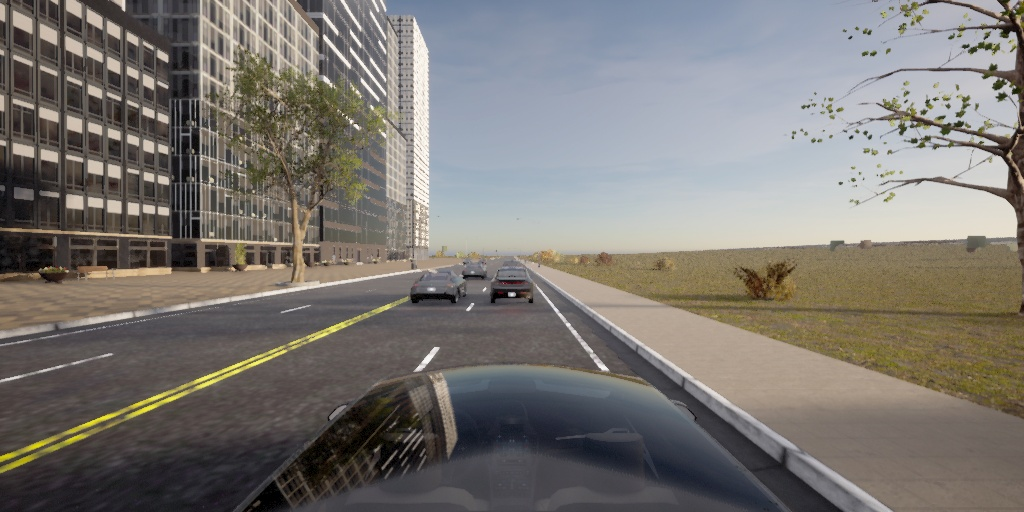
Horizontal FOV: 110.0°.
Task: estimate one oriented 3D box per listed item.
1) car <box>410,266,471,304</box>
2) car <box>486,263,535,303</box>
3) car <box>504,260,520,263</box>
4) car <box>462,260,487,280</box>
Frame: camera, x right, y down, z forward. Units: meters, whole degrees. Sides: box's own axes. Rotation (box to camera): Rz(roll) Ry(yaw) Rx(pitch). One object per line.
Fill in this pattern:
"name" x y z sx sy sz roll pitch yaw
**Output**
"car" -3.250 1.320 16.501 1.994 1.385 4.181 0 0 0
"car" 0.000 1.264 16.501 1.837 1.490 4.892 0 0 0
"car" 0.000 1.113 31.471 2.097 1.767 4.553 0 0 0
"car" -3.250 1.319 31.500 1.994 1.385 4.181 0 0 0
